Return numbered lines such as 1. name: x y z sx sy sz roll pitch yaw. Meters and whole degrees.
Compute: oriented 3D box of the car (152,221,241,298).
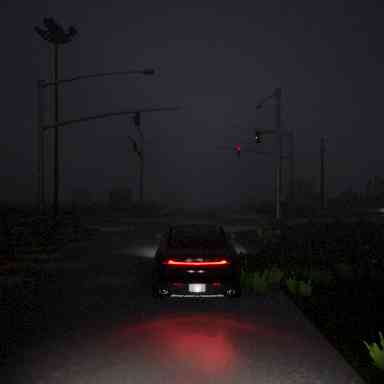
1. car: 0.096 1.505 8.499 1.837 1.490 4.892 0 0 0
